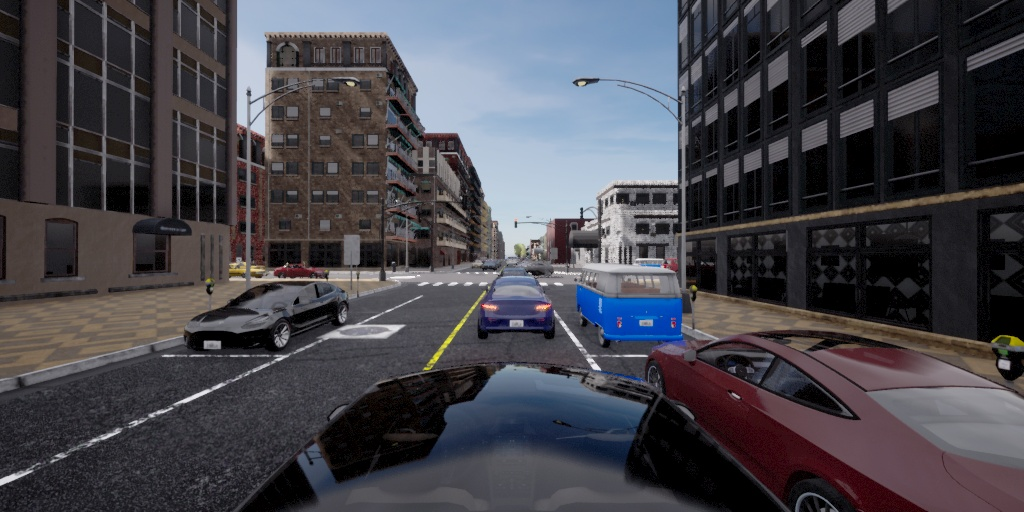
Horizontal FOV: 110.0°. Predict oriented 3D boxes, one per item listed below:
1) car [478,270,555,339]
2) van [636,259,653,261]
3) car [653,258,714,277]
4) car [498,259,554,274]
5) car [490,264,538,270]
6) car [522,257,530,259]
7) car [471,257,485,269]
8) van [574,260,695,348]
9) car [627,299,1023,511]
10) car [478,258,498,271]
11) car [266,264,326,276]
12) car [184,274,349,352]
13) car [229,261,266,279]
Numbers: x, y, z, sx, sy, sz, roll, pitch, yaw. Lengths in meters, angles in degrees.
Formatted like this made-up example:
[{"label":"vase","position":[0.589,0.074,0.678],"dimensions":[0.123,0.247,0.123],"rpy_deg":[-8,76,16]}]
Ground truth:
[{"label":"car","position":[0.101,1.277,9.959],"dimensions":[1.812,1.442,4.674],"rpy_deg":[0,0,0]},{"label":"van","position":[14.900,1.175,38.223],"dimensions":[3.998,1.789,1.690],"rpy_deg":[0,0,0]},{"label":"car","position":[14.921,1.107,29.843],"dimensions":[5.009,1.841,2.192],"rpy_deg":[0,0,0]},{"label":"car","position":[1.569,1.258,32.760],"dimensions":[4.902,1.511,2.128],"rpy_deg":[0,-1,-32]},{"label":"car","position":[0.093,1.318,18.411],"dimensions":[1.994,1.385,4.181],"rpy_deg":[0,0,0]},{"label":"car","position":[2.694,1.311,53.915],"dimensions":[1.751,1.417,4.829],"rpy_deg":[0,0,0]},{"label":"car","position":[-5.687,1.318,59.114],"dimensions":[1.751,1.417,4.829],"rpy_deg":[0,0,0]},{"label":"van","position":[2.657,1.092,8.959],"dimensions":[1.690,1.789,3.998],"rpy_deg":[0,0,0]},{"label":"car","position":[2.657,1.332,3.270],"dimensions":[1.802,1.307,4.207],"rpy_deg":[0,0,0]},{"label":"car","position":[-3.058,1.329,50.592],"dimensions":[2.033,1.411,5.357],"rpy_deg":[0,0,3]},{"label":"car","position":[-17.465,1.284,29.768],"dimensions":[4.207,1.307,1.802],"rpy_deg":[0,0,0]},{"label":"car","position":[-5.690,1.317,8.986],"dimensions":[1.948,1.339,4.313],"rpy_deg":[0,0,0]},{"label":"car","position":[-22.958,1.216,29.755],"dimensions":[4.829,1.417,1.751],"rpy_deg":[0,0,0]}]
